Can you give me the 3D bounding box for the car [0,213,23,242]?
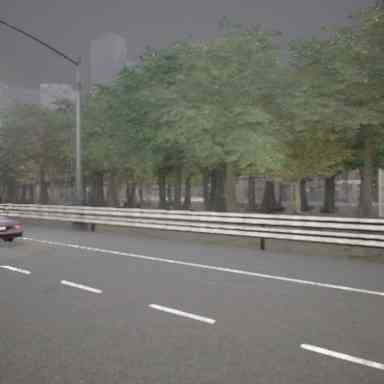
[{"bbox_3d":[-9.845,1.551,15.195,5.357,1.411,2.033,0,0,36],"label":"car"}]
